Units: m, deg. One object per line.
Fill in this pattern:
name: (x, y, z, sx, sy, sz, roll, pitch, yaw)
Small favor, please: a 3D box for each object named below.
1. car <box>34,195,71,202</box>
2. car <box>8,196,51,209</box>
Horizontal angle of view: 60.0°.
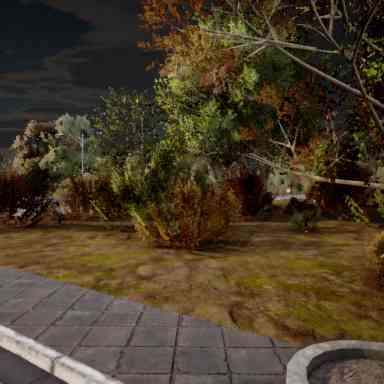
car: (-17.073, 1.127, 41.903, 2.097, 1.767, 4.553, 0, 0, 32)
car: (-20.747, 1.275, 42.634, 1.812, 1.442, 4.674, 0, 1, 32)
